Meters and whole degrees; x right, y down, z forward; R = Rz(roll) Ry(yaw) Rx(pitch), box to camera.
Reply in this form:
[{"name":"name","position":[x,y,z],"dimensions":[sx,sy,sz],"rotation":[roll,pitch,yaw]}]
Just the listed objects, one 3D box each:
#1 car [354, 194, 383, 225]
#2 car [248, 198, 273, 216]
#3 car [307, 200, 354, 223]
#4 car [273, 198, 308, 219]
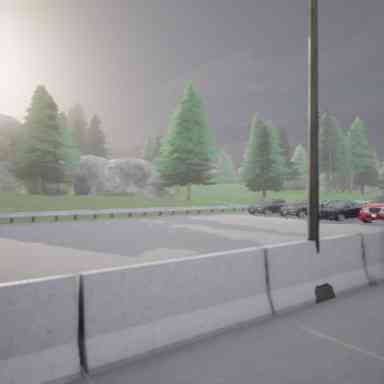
[{"name":"car","position":[13.448,1.108,22.077],"dimensions":[5.566,2.045,2.150],"rotation":[0,0,-35]},{"name":"car","position":[7.265,1.363,30.563],"dimensions":[4.892,1.490,1.837],"rotation":[0,0,-35]},{"name":"car","position":[11.071,1.354,24.681],"dimensions":[5.008,1.535,1.882],"rotation":[0,0,-35]},{"name":"car","position":[9.310,1.372,27.723],"dimensions":[4.892,1.490,1.837],"rotation":[0,0,-35]}]
